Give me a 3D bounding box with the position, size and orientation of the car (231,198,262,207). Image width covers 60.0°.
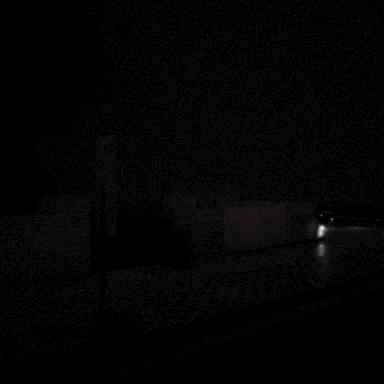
[{"bbox_3d":[5.304,1.272,29.791,1.812,1.442,4.674,0,0,-36],"label":"car"}]

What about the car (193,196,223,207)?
[{"bbox_3d":[1.158,1.179,30.449,2.128,1.511,4.902,0,0,-36],"label":"car"}]

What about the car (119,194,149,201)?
[{"bbox_3d":[-6.885,0.984,41.631,1.882,1.535,5.008,0,1,-36],"label":"car"}]

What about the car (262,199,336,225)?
[{"bbox_3d":[7.167,1.347,22.056,1.812,1.442,4.674,1,0,-35],"label":"car"}]
